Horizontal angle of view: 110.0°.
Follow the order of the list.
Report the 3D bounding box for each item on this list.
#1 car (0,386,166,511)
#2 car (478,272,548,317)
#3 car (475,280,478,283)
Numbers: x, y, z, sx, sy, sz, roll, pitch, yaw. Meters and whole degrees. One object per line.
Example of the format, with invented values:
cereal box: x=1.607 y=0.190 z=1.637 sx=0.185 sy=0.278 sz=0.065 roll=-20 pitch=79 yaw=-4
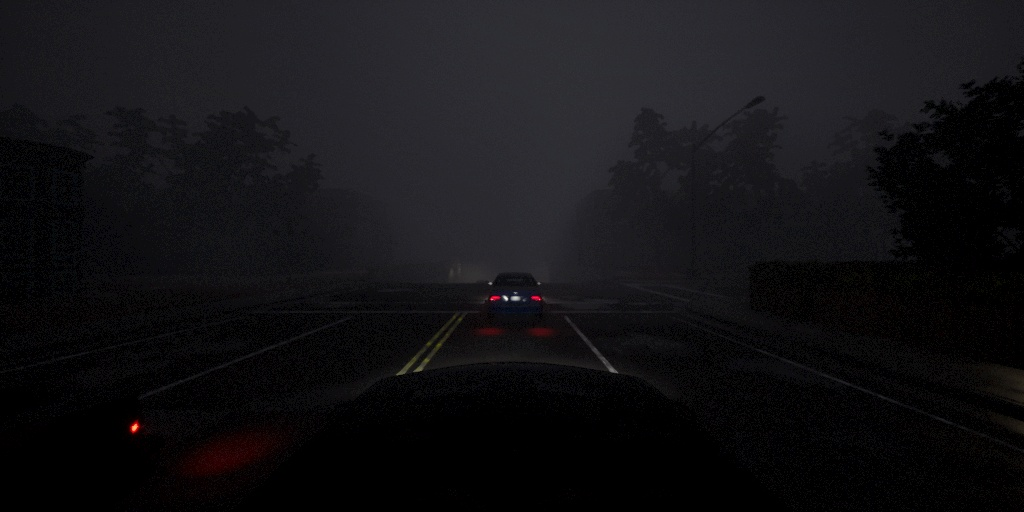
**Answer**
car: x=-3.573 y=1.297 z=0.272 sx=2.033 sy=1.411 sz=5.357 roll=0 pitch=0 yaw=0
car: x=0.103 y=1.300 z=13.068 sx=2.033 sy=1.411 sz=5.357 roll=0 pitch=0 yaw=0
car: x=-3.575 y=3.603 z=42.654 sx=2.097 sy=1.767 sz=4.553 roll=0 pitch=-11 yaw=0
